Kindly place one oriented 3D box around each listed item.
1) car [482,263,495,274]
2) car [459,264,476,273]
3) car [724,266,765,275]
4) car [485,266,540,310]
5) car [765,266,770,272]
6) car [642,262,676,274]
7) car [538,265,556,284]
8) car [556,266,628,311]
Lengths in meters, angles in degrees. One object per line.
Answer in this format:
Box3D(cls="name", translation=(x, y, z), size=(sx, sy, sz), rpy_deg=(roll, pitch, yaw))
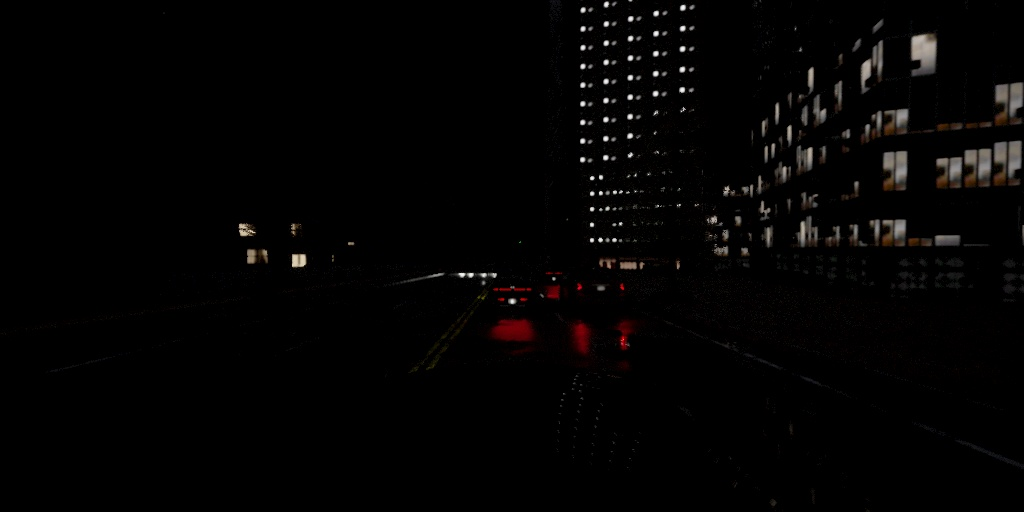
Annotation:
Box3D(cls="car", translation=(-3.232, 1.773, 51.976), size=(1.812, 1.442, 4.674), rpy_deg=(0, -1, 0))
Box3D(cls="car", translation=(-6.478, 1.817, 52.457), size=(1.994, 1.385, 4.181), rpy_deg=(0, -1, 0))
Box3D(cls="car", translation=(33.698, 2.221, 52.435), size=(4.507, 1.381, 1.888), rpy_deg=(0, 0, 20))
Box3D(cls="car", translation=(0.033, 1.385, 15.350), size=(1.837, 1.490, 4.892), rpy_deg=(0, 0, 0))
Box3D(cls="car", translation=(39.020, 2.016, 50.481), size=(5.009, 1.841, 2.192), rpy_deg=(0, 0, 20))
Box3D(cls="car", translation=(23.056, 1.940, 56.342), size=(5.009, 1.841, 2.192), rpy_deg=(0, 0, 20))
Box3D(cls="car", translation=(3.293, 1.531, 30.353), size=(1.837, 1.490, 4.892), rpy_deg=(0, 0, 0))
Box3D(cls="car", translation=(3.281, 1.228, 15.246), size=(2.097, 1.767, 4.553), rpy_deg=(0, -1, 0))
